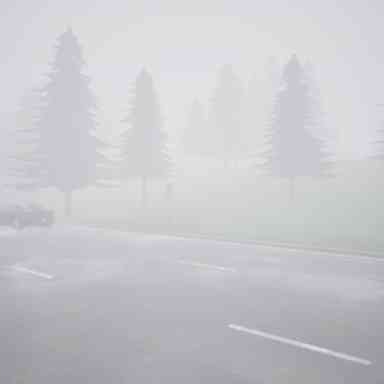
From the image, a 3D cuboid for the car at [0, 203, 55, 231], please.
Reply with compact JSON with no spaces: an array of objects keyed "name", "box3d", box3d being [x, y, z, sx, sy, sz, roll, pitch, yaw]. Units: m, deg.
[{"name":"car","box3d":[-10.278,1.379,19.920,5.008,1.535,1.882,0,0,36]}]
